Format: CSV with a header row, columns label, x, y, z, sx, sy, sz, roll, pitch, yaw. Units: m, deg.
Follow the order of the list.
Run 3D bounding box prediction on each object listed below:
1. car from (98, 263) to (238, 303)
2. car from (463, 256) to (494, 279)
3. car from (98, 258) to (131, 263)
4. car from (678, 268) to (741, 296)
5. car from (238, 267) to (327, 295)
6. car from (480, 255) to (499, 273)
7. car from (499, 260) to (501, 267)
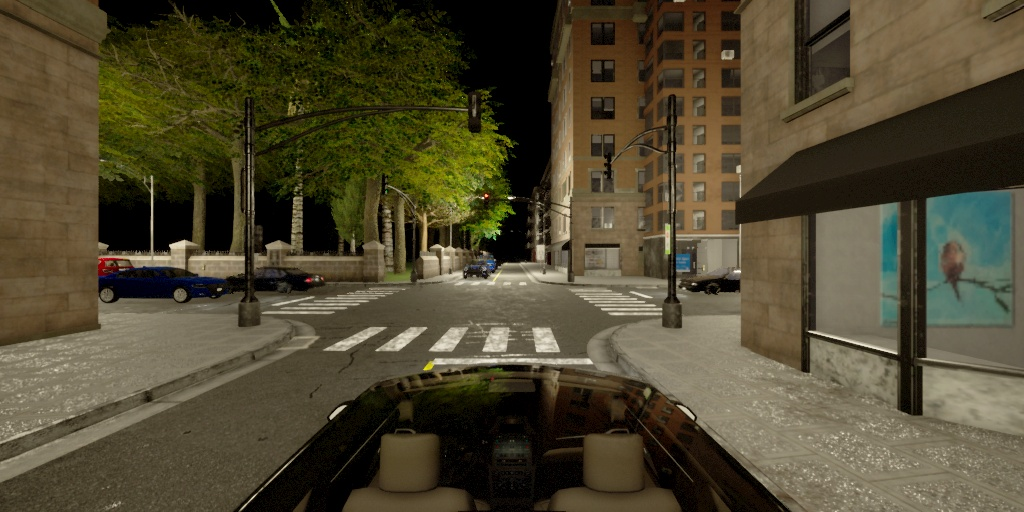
label,x,y,z,sx,sy,sz,roll,pitch,yaw
car,-15.471,1.212,15.897,5.008,1.535,1.882,0,0,0
car,-3.088,1.083,32.199,2.097,1.767,4.553,0,0,1
car,-25.922,1.035,21.815,5.009,1.841,2.192,0,0,1
car,11.662,1.312,18.720,5.357,1.411,2.033,0,0,0
car,-12.867,1.285,19.068,5.357,1.411,2.033,0,0,1
car,-3.045,0.935,41.962,2.150,2.045,5.566,0,0,0
car,-3.018,1.171,52.127,1.882,1.535,5.008,0,0,0
